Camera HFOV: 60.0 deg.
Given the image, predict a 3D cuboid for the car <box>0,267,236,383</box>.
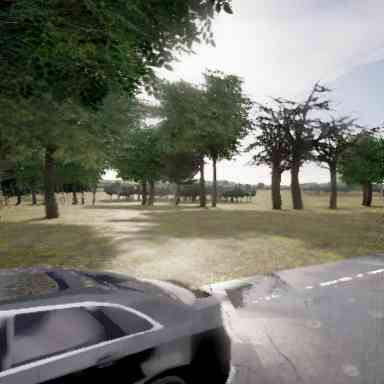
[{"bbox_3d":[-1.872,1.484,2.593,4.902,1.511,2.128,0,0,-35],"label":"car"}]
